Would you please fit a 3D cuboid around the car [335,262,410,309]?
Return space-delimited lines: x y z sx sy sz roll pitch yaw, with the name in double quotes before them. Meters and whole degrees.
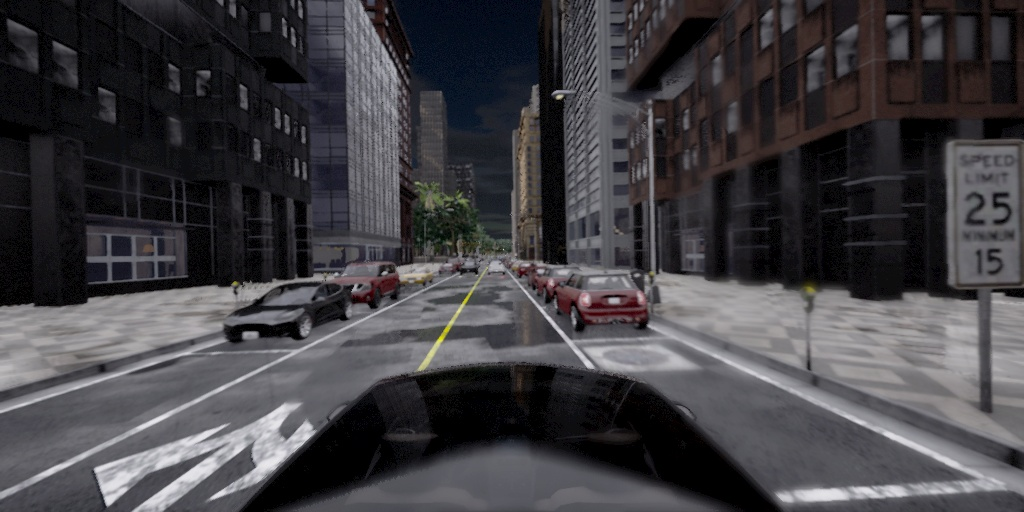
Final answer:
"car" -6.330 1.187 15.785 2.192 1.841 5.009 0 0 -3

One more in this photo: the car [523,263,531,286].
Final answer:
"car" 1.922 1.268 21.612 1.802 1.307 4.207 0 0 -3

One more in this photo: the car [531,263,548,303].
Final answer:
"car" 2.184 1.126 16.193 1.967 1.591 4.097 0 0 -3

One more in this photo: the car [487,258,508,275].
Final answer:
"car" -1.672 1.276 39.133 1.812 1.442 4.674 -1 0 -2

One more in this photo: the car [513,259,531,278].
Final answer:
"car" 1.397 1.233 32.449 1.888 1.381 4.507 0 0 -3

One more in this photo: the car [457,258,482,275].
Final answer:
"car" -4.792 1.295 40.816 1.882 1.535 5.008 -1 0 -3

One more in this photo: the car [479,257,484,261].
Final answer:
"car" -5.176 0.988 48.606 1.994 1.385 4.181 -1 0 -3

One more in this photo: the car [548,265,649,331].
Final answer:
"car" 2.446 1.126 10.775 1.967 1.591 4.097 0 0 -3

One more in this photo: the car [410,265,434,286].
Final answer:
"car" -6.846 1.399 26.454 1.751 1.417 4.829 0 0 -3

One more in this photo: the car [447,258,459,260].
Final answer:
"car" -7.903 1.196 48.303 2.192 1.841 5.009 0 0 -3

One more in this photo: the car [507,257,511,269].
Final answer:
"car" 0.348 1.138 54.123 1.967 1.591 4.097 0 0 -3

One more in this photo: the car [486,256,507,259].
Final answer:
"car" -2.217 1.107 50.169 2.097 1.767 4.553 -1 0 -2

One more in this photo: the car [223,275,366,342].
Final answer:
"car" -6.067 1.439 10.365 1.948 1.339 4.313 0 0 -3

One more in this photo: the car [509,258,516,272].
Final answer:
"car" 0.864 1.217 43.456 1.751 1.417 4.829 0 0 -3

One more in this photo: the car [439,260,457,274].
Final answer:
"car" -7.641 1.460 42.883 1.802 1.307 4.207 0 0 -3
